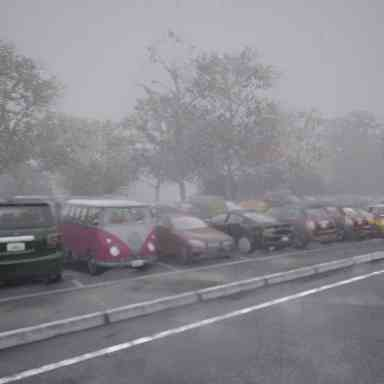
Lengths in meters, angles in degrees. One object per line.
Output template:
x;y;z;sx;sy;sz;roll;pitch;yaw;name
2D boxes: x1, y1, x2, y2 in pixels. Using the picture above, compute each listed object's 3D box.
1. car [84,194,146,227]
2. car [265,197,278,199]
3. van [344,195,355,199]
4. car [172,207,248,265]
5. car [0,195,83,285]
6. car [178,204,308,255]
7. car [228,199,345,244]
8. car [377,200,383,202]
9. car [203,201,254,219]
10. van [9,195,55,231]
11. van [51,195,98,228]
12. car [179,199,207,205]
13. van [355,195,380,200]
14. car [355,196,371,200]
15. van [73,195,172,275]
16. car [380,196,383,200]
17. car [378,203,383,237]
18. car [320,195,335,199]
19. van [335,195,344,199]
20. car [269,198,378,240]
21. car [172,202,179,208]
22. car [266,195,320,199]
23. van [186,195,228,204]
-5.761;1.217;24.149;2.435;2.045;5.566;0;0;-35;car
5.610;1.546;32.271;2.097;1.535;5.008;0;0;-35;car
16.824;1.397;40.405;1.878;1.987;4.442;0;0;-35;van
-0.463;1.494;11.903;2.002;1.452;4.674;0;0;-35;car
-4.999;1.172;8.705;2.435;2.045;5.566;0;0;-35;car
1.804;1.469;13.506;2.097;1.535;5.008;0;0;-35;car
4.081;1.359;15.096;2.185;1.767;4.553;0;0;-35;car
13.105;1.547;21.566;2.231;1.521;4.892;0;0;-35;car
3.246;1.570;30.599;2.002;1.452;4.674;0;0;-35;car
-10.257;1.213;21.126;1.878;1.987;4.442;0;0;-35;van
-8.102;1.227;22.660;1.878;1.987;4.442;0;0;-35;van
-1.162;1.540;27.455;2.002;1.452;4.674;0;0;-35;car
21.480;1.431;43.444;1.878;1.987;4.442;1;0;-36;van
19.144;1.638;41.919;2.097;1.535;5.008;0;0;-35;car
-2.654;1.213;10.197;1.878;1.987;4.442;0;0;-35;van
23.641;1.707;45.150;2.163;1.488;4.792;1;0;-35;car
8.693;1.513;18.190;1.946;1.575;5.366;0;0;-35;car
12.395;1.341;37.074;2.435;2.045;5.566;0;0;-35;car
14.702;1.382;38.608;1.878;1.987;4.442;0;0;-35;van
6.343;1.375;16.706;2.185;1.767;4.553;0;0;-35;car
-3.417;1.484;25.845;2.097;1.535;5.008;0;0;-35;car
10.138;1.325;35.468;2.435;2.045;5.566;0;0;-35;car
0.924;1.289;29.086;1.878;1.987;4.442;0;0;-35;van
